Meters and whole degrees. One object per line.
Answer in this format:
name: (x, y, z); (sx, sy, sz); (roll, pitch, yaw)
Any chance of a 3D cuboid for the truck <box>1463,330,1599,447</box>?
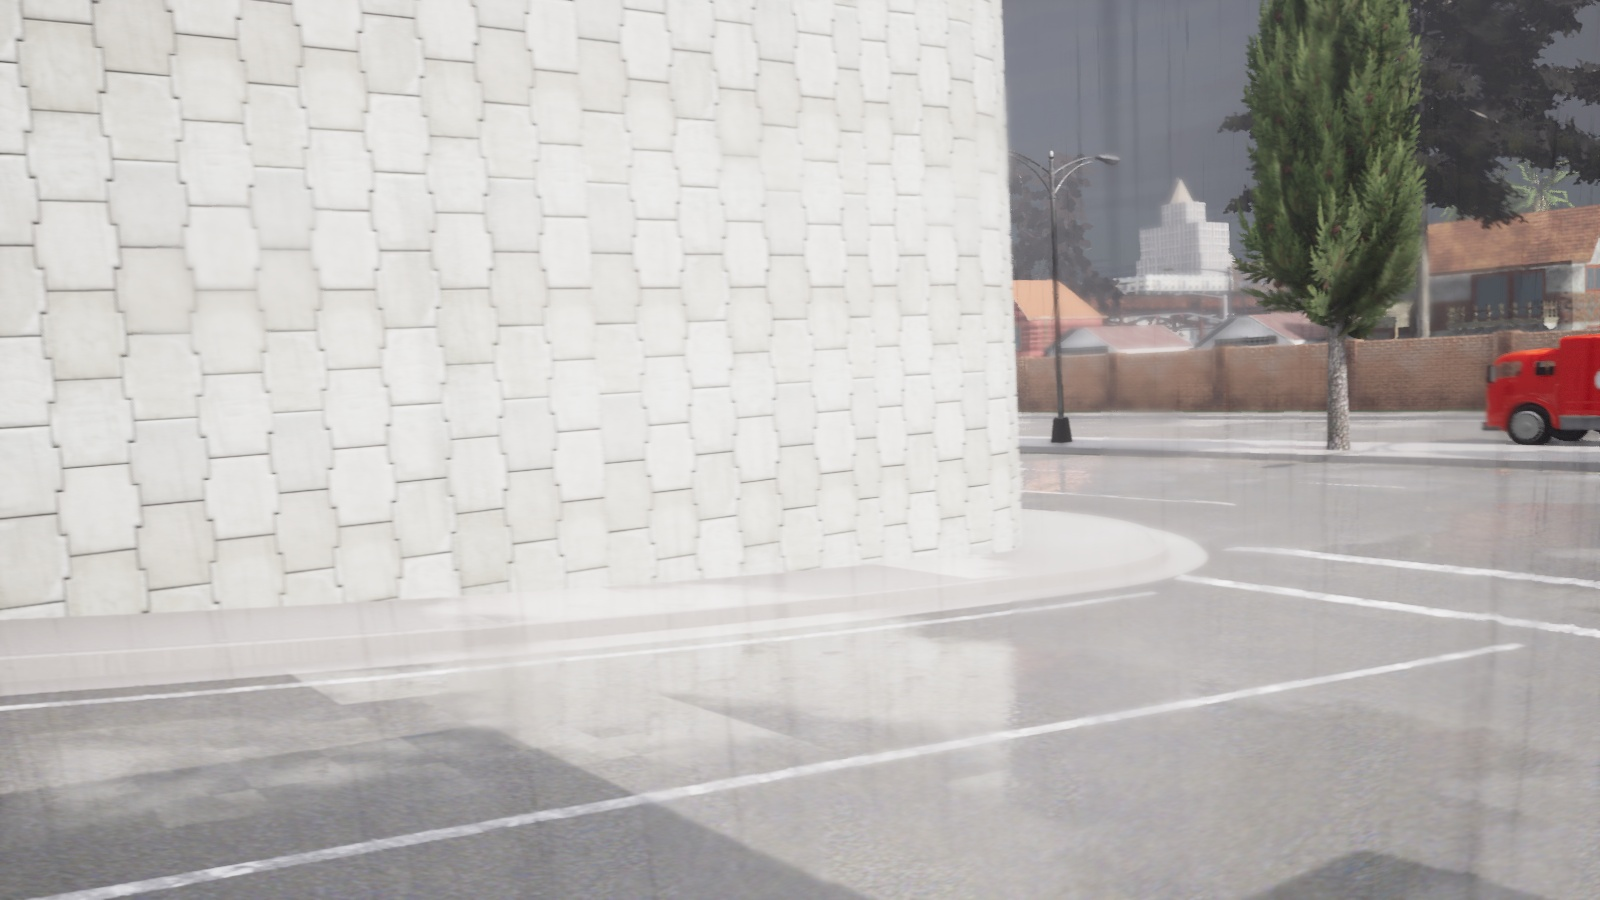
truck: (17.899, -1.410, 27.616); (2.627, 2.467, 5.204); (-6, 4, -35)
